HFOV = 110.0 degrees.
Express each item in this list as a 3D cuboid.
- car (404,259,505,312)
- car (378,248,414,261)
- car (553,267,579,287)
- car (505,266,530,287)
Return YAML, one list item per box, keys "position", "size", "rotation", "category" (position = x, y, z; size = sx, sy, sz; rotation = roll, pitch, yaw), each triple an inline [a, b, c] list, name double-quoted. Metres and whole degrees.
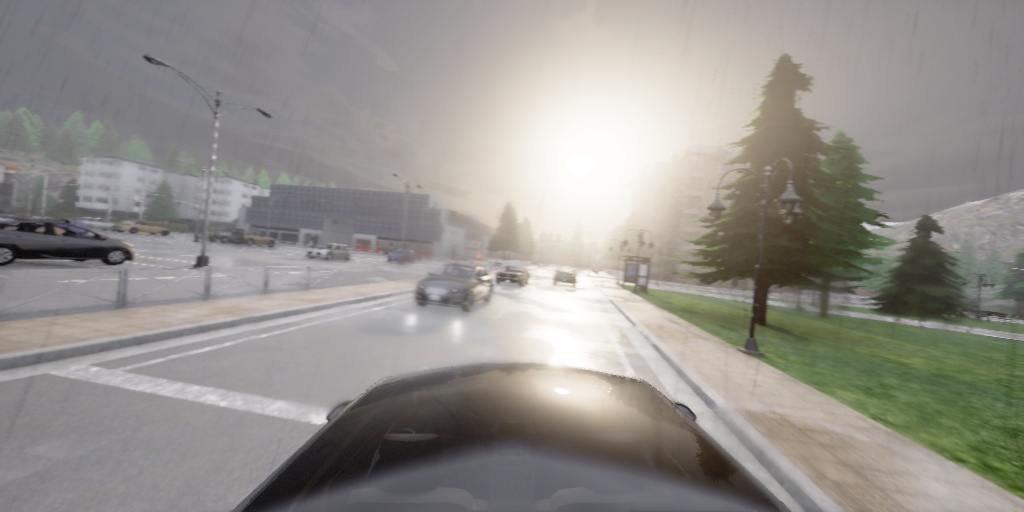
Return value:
- position: [-1.952, 1.058, 13.467]
  size: [2.128, 1.511, 4.902]
  rotation: [6, 0, 10]
  category: "car"
- position: [-18.853, -0.544, 57.160]
  size: [4.892, 1.490, 1.837]
  rotation: [5, 0, 10]
  category: "car"
- position: [4.517, 1.694, 30.128]
  size: [2.128, 1.511, 4.902]
  rotation: [6, 0, 10]
  category: "car"
- position: [0.128, 1.378, 25.700]
  size: [1.895, 1.301, 4.718]
  rotation: [6, 0, 10]
  category: "car"
